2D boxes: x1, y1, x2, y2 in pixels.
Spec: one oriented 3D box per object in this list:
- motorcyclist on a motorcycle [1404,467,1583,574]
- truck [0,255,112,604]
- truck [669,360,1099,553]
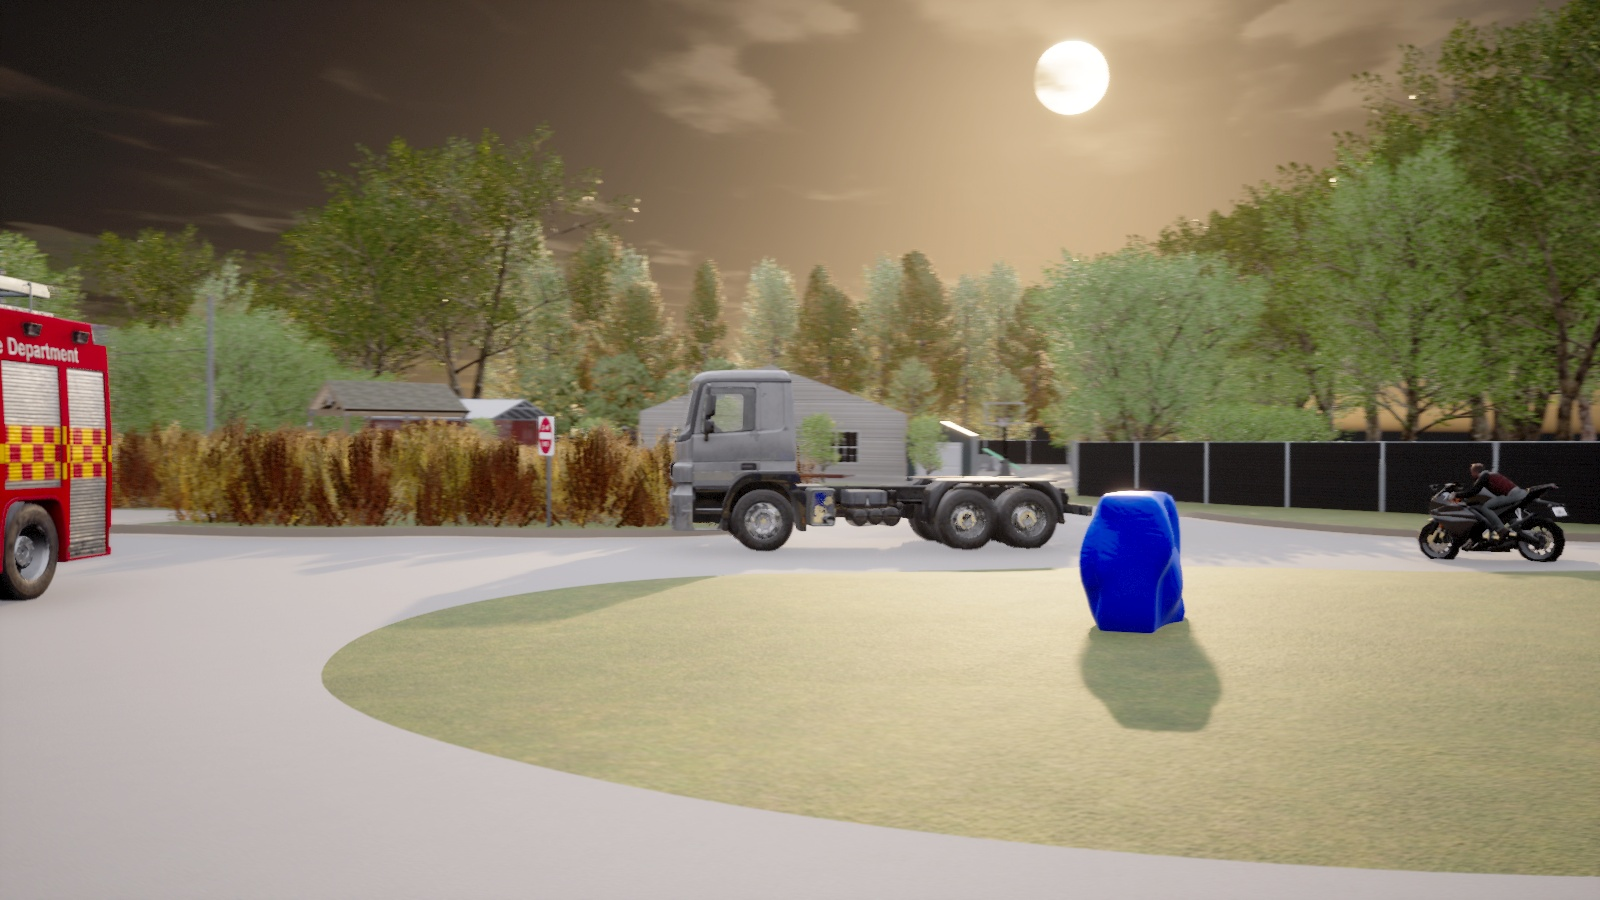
[{"bbox_3d":[10.533,1.062,19.159,0.866,1.530,2.191,0,-2,-31],"label":"motorcyclist on a motorcycle"},{"bbox_3d":[-10.189,-0.234,11.823,2.891,3.827,8.468,0,0,-1],"label":"truck"},{"bbox_3d":[1.479,0.158,24.537,7.936,3.462,2.891,1,0,-7],"label":"truck"}]
